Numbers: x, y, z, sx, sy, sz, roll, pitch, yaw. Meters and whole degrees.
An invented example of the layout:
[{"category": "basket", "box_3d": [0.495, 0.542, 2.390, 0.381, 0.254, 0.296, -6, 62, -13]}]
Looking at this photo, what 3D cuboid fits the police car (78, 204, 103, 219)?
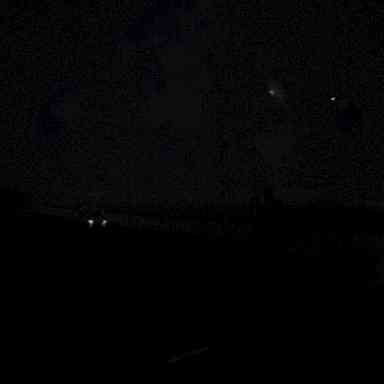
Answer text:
[{"category": "police car", "box_3d": [-12.701, 2.381, 41.718, 1.930, 1.638, 5.238, -2, 0, -35]}]
